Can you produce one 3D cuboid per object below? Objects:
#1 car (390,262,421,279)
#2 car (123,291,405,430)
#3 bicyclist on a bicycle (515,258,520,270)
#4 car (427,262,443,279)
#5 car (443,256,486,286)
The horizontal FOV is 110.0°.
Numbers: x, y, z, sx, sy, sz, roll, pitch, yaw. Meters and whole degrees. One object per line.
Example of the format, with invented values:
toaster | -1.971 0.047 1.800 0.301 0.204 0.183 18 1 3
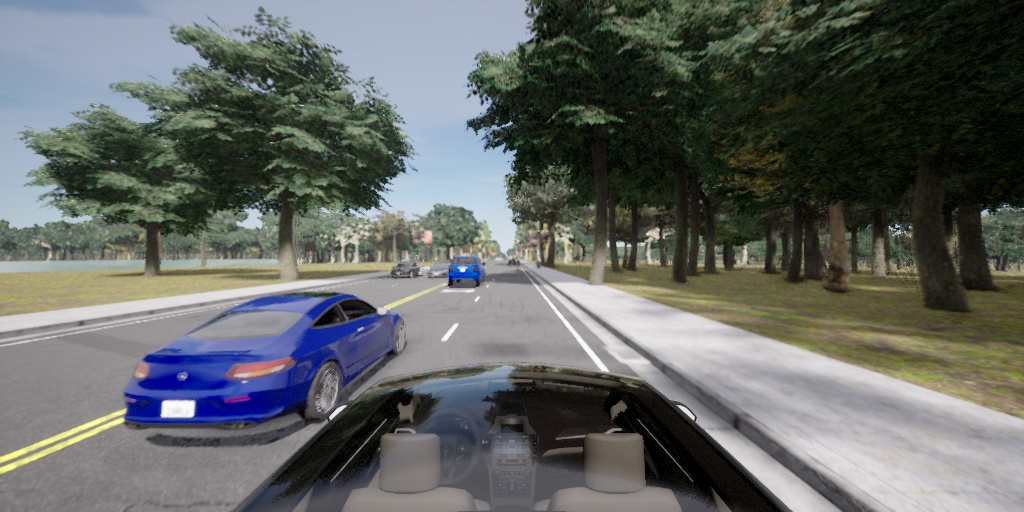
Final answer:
car | -9.840 1.304 33.470 1.837 1.490 4.892 0 0 0
car | -3.151 1.280 5.688 1.812 1.442 4.674 0 0 0
bicyclist on a bicycle | 0.897 1.207 51.781 0.659 1.776 1.843 0 0 0
car | -6.590 1.325 33.487 1.812 1.442 4.674 0 0 0
car | -3.149 1.005 25.571 2.150 2.045 5.566 0 0 0
